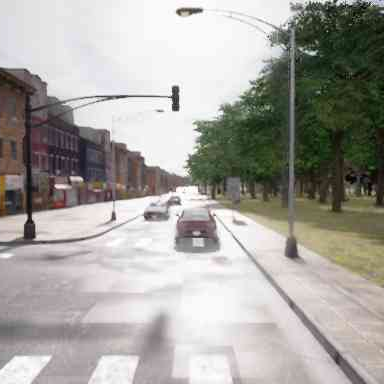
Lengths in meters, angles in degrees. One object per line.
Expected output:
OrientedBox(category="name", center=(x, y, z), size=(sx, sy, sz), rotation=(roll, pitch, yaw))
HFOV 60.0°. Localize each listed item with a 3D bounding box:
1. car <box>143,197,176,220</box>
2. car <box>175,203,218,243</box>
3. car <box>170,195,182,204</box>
OrientedBox(category="car", center=(-2.697, 1.420, 26.740), size=(2.033, 1.411, 5.357), rotation=(0, 0, 0))
OrientedBox(category="car", center=(0.192, 1.448, 15.507), size=(1.812, 1.442, 4.674), rotation=(0, 0, 0))
OrientedBox(category="car", center=(-2.538, 1.269, 49.854), size=(1.837, 1.490, 4.892), rotation=(0, 0, 1))
